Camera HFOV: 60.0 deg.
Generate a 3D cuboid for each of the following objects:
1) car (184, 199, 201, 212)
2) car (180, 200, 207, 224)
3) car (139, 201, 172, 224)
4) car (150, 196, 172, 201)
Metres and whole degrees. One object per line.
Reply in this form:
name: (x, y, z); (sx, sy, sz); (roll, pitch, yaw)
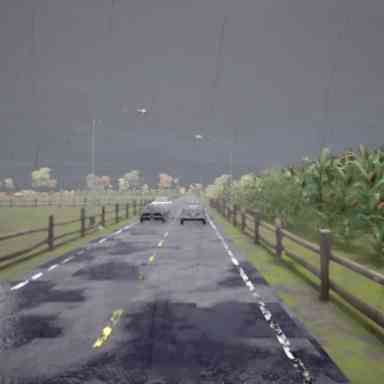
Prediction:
car: (0.103, 1.569, 38.694); (1.895, 1.301, 4.718); (0, 0, 1)
car: (0.091, 1.526, 24.270); (2.033, 1.411, 5.357); (0, 0, 1)
car: (-2.735, 1.578, 24.983); (1.895, 1.301, 4.718); (0, 0, 0)
car: (-2.711, 1.112, 29.828); (1.812, 1.442, 4.674); (0, 0, 0)
